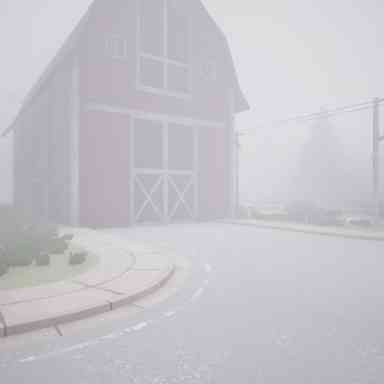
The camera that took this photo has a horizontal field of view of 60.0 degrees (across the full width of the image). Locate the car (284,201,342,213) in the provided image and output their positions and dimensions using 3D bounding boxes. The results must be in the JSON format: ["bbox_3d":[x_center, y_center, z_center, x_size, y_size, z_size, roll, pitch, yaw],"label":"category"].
[{"bbox_3d":[10.964,1.574,30.625,2.033,1.411,5.357,0,0,-35],"label":"car"}]

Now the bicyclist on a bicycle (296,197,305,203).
[{"bbox_3d":[13.285,1.322,40.249,1.656,1.620,0.582,46,-25,-24],"label":"bicyclist on a bicycle"}]

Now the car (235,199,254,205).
[{"bbox_3d":[5.415,1.552,38.675,1.812,1.442,4.674,0,0,-34],"label":"car"}]
